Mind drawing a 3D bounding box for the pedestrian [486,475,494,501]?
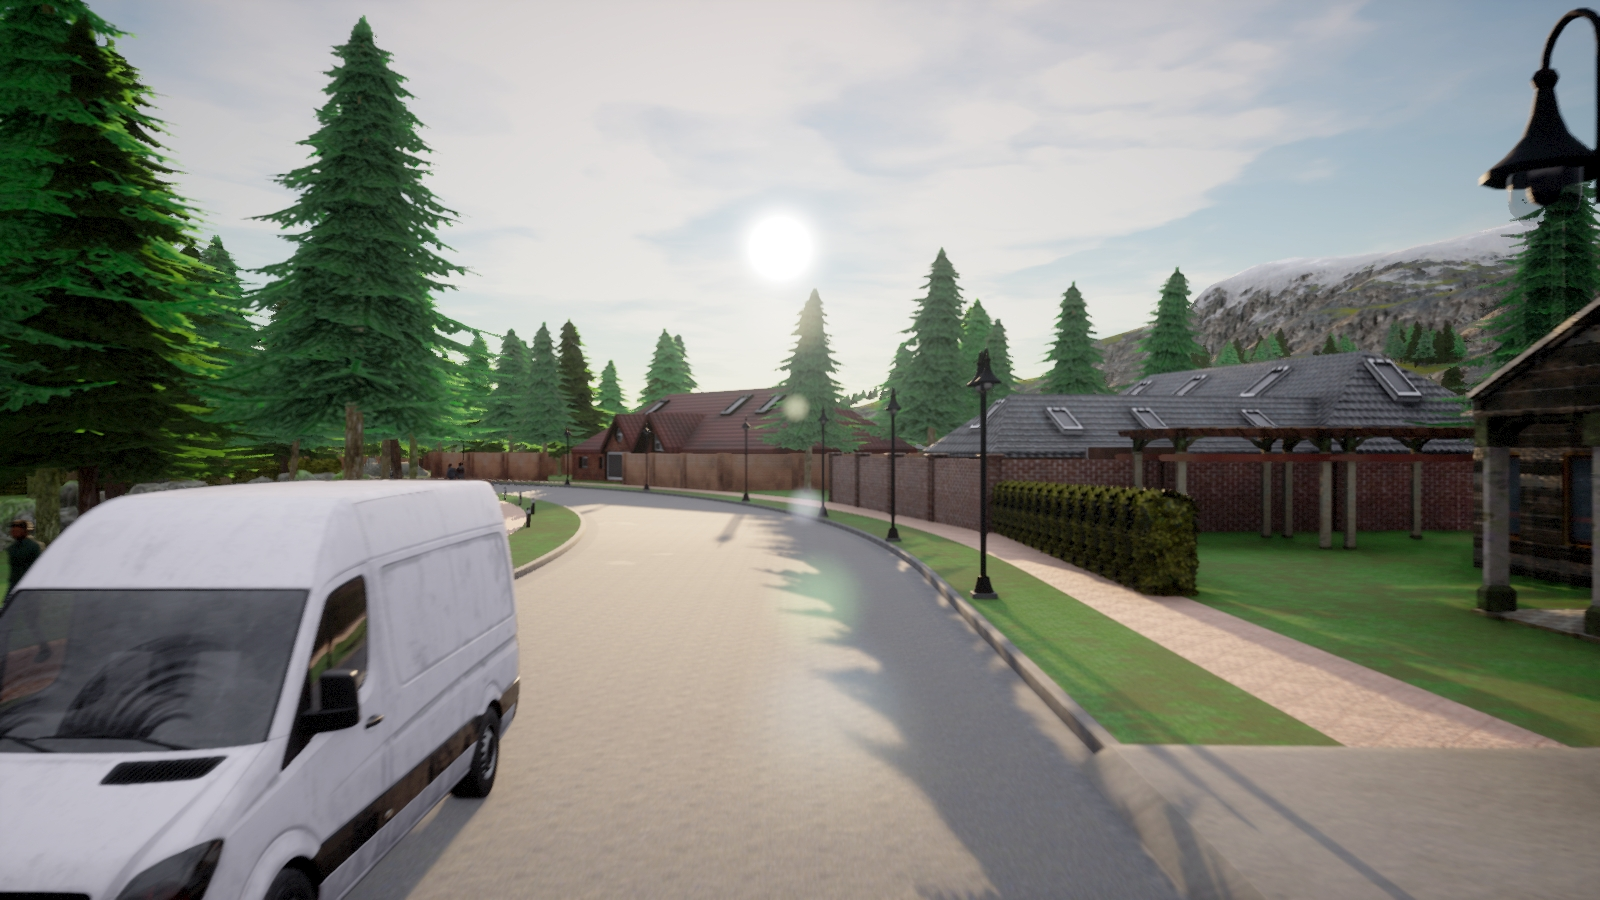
[{"bbox_3d":[-15.992,1.945,58.888,0.375,1.300,0.375,0,0,-15],"label":"pedestrian"}]

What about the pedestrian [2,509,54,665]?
[{"bbox_3d":[-9.416,1.661,13.946,0.375,1.860,0.375,0,0,6],"label":"pedestrian"}]

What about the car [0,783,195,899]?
[{"bbox_3d":[-3.506,2.072,2.012,2.033,1.411,5.357,0,0,0],"label":"car"}]

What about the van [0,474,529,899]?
[{"bbox_3d":[-3.498,1.501,7.583,1.988,2.561,5.915,0,0,0],"label":"van"}]

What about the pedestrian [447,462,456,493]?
[{"bbox_3d":[-21.252,1.665,69.722,0.375,1.860,0.375,0,0,33],"label":"pedestrian"}]

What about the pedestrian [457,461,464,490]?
[{"bbox_3d":[-22.349,1.665,75.262,0.375,1.860,0.375,0,0,-33],"label":"pedestrian"}]
